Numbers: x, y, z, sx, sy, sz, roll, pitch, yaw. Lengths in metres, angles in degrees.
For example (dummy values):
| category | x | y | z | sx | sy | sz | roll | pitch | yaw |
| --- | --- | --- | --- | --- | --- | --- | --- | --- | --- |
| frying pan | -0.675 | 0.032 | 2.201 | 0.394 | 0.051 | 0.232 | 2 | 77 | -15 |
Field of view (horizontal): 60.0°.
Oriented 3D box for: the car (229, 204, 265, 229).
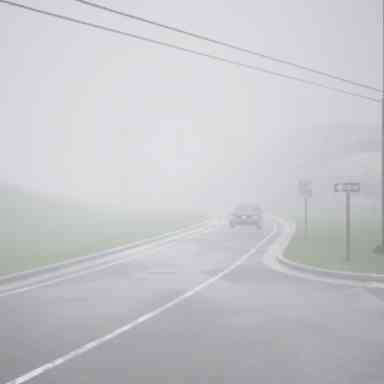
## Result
| category | x | y | z | sx | sy | sz | roll | pitch | yaw |
| --- | --- | --- | --- | --- | --- | --- | --- | --- | --- |
| car | 3.485 | 1.447 | 20.685 | 2.033 | 1.411 | 5.357 | 0 | 0 | 14 |
